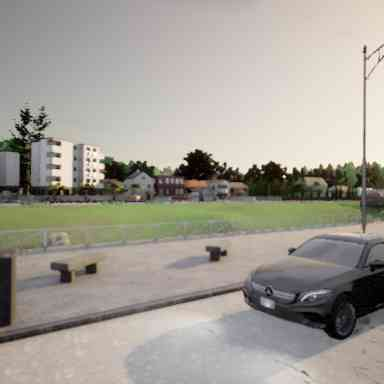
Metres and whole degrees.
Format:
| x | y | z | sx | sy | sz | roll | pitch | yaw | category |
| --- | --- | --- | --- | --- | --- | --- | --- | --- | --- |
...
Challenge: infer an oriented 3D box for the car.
| x | y | z | sx | sy | sz | roll | pitch | yaw | category |
| --- | --- | --- | --- | --- | --- | --- | --- | --- | --- |
| 3.137 | 1.596 | 6.824 | 4.674 | 1.442 | 1.812 | 1 | -1 | -36 | car |
